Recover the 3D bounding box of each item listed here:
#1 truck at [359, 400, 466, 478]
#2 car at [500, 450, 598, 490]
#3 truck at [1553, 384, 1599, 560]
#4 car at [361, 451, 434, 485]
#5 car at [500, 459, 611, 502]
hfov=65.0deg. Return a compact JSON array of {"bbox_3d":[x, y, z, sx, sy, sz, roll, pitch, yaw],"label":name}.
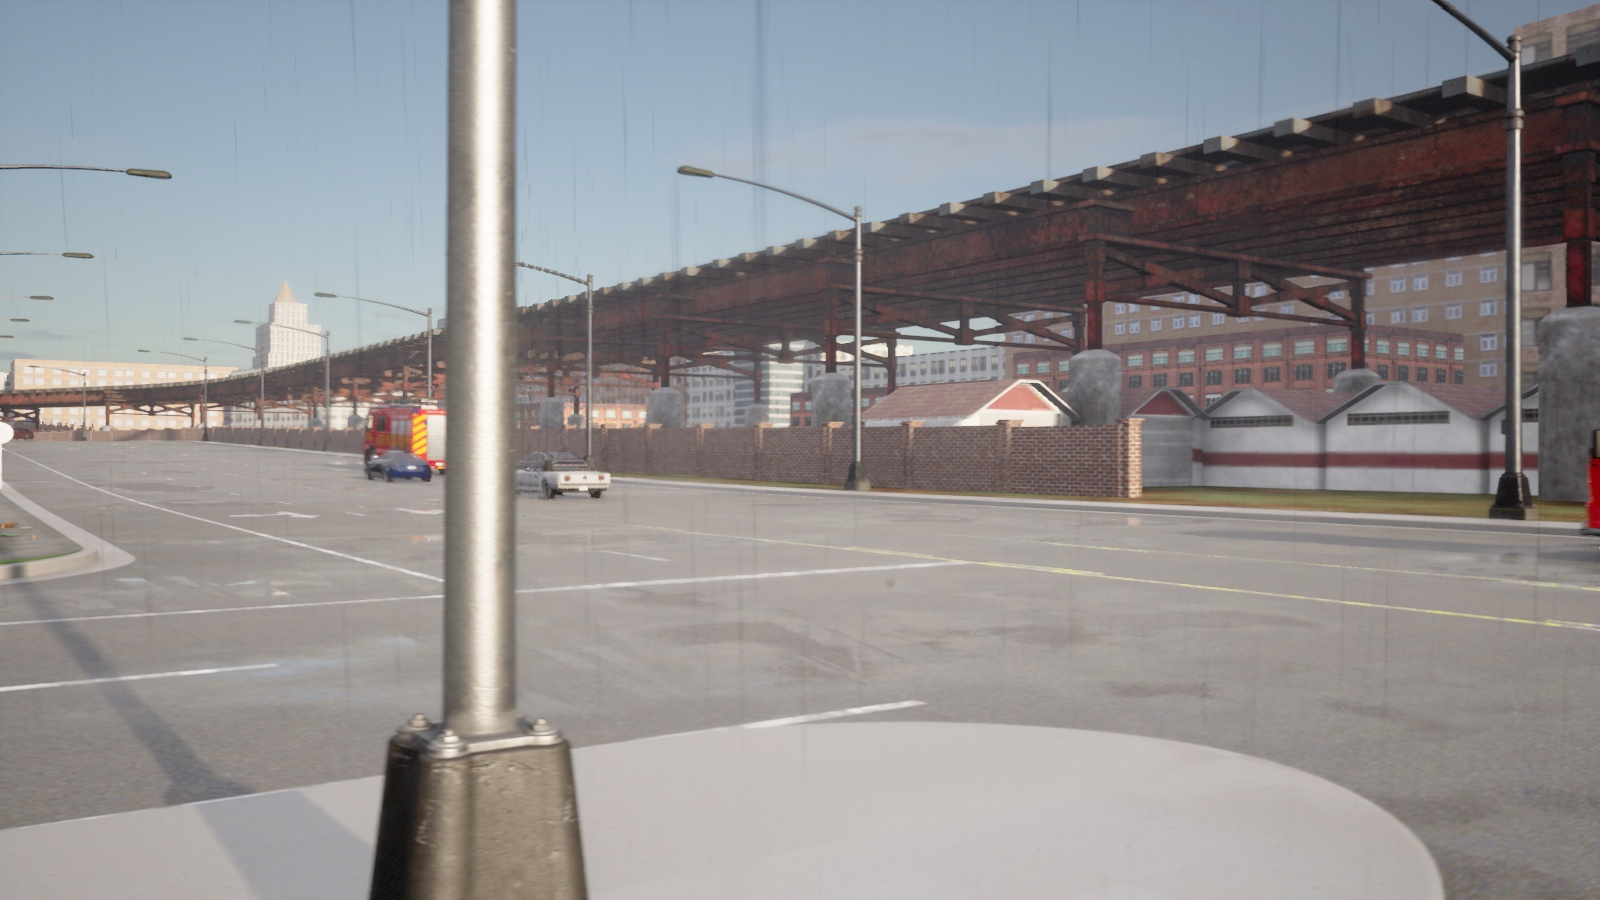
[{"bbox_3d":[-20.394,-0.608,65.753,2.891,3.827,8.468,0,1,-35],"label":"truck"},{"bbox_3d":[-10.256,0.780,51.068,2.128,1.511,4.902,0,0,-35],"label":"car"},{"bbox_3d":[13.444,0.302,16.745,2.627,2.467,5.204,0,0,-35],"label":"truck"},{"bbox_3d":[-18.064,0.779,56.216,1.994,1.385,4.181,0,1,-35],"label":"car"},{"bbox_3d":[-8.237,0.968,41.983,1.895,1.301,4.718,0,0,-35],"label":"car"}]
